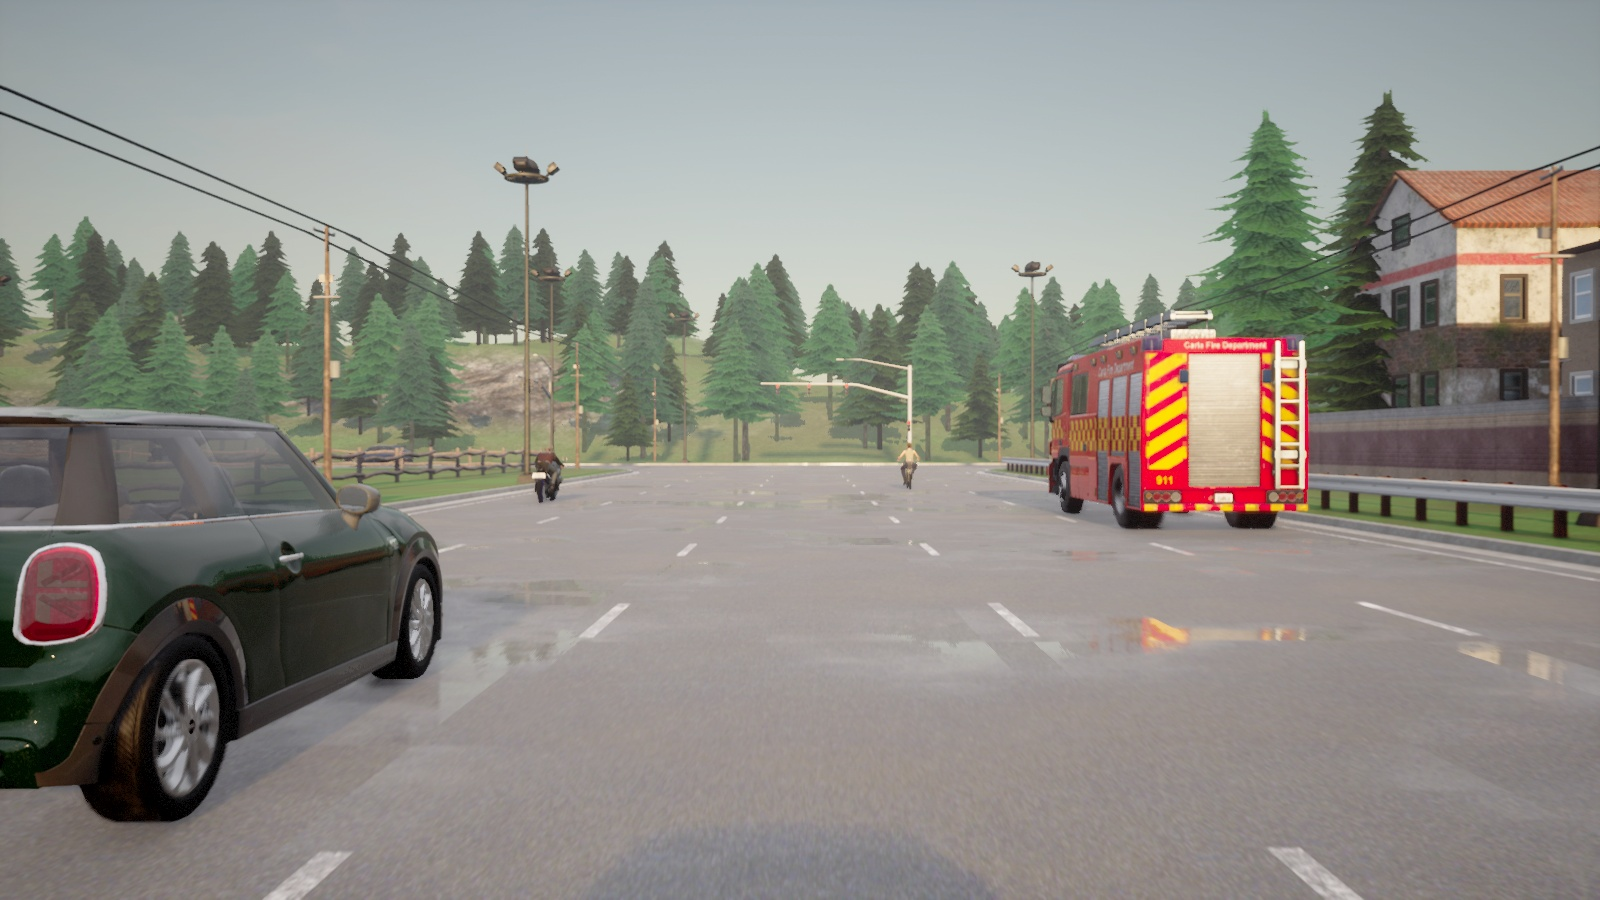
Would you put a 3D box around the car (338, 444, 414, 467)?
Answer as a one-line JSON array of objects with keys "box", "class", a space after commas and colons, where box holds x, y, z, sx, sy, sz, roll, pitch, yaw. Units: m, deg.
[{"box": [-30.960, 0.399, 91.769, 4.856, 1.649, 2.033, 0, 0, 1], "class": "car"}]

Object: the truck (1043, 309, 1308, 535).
[{"box": [7.188, -0.482, 25.522, 2.891, 3.827, 8.468, 0, 0, 0], "class": "truck"}]

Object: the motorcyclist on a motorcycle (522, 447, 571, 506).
[{"box": [-6.790, 0.683, 33.793, 0.866, 1.530, 2.191, 0, 0, 0], "class": "motorcyclist on a motorcycle"}]

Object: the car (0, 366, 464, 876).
[{"box": [-3.446, 0.585, 6.633, 2.097, 1.767, 4.553, 0, 0, 0], "class": "car"}]
